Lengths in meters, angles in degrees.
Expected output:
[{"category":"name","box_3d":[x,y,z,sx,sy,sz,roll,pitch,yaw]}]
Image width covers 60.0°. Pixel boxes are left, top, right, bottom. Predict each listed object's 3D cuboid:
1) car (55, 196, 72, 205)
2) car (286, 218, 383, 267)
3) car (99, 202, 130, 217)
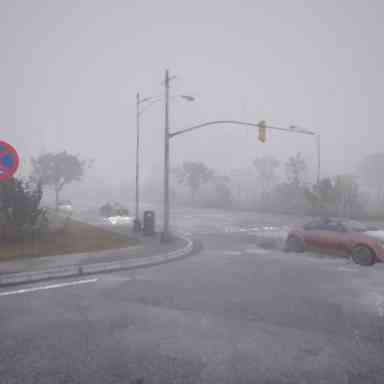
[{"category":"car","box_3d":[-20.412,1.334,52.883,1.994,1.385,4.181,1,1,-32]},{"category":"car","box_3d":[5.410,1.630,11.823,1.994,1.385,4.181,0,0,-32]},{"category":"car","box_3d":[-7.577,1.636,32.299,1.994,1.385,4.181,0,0,-32]}]
